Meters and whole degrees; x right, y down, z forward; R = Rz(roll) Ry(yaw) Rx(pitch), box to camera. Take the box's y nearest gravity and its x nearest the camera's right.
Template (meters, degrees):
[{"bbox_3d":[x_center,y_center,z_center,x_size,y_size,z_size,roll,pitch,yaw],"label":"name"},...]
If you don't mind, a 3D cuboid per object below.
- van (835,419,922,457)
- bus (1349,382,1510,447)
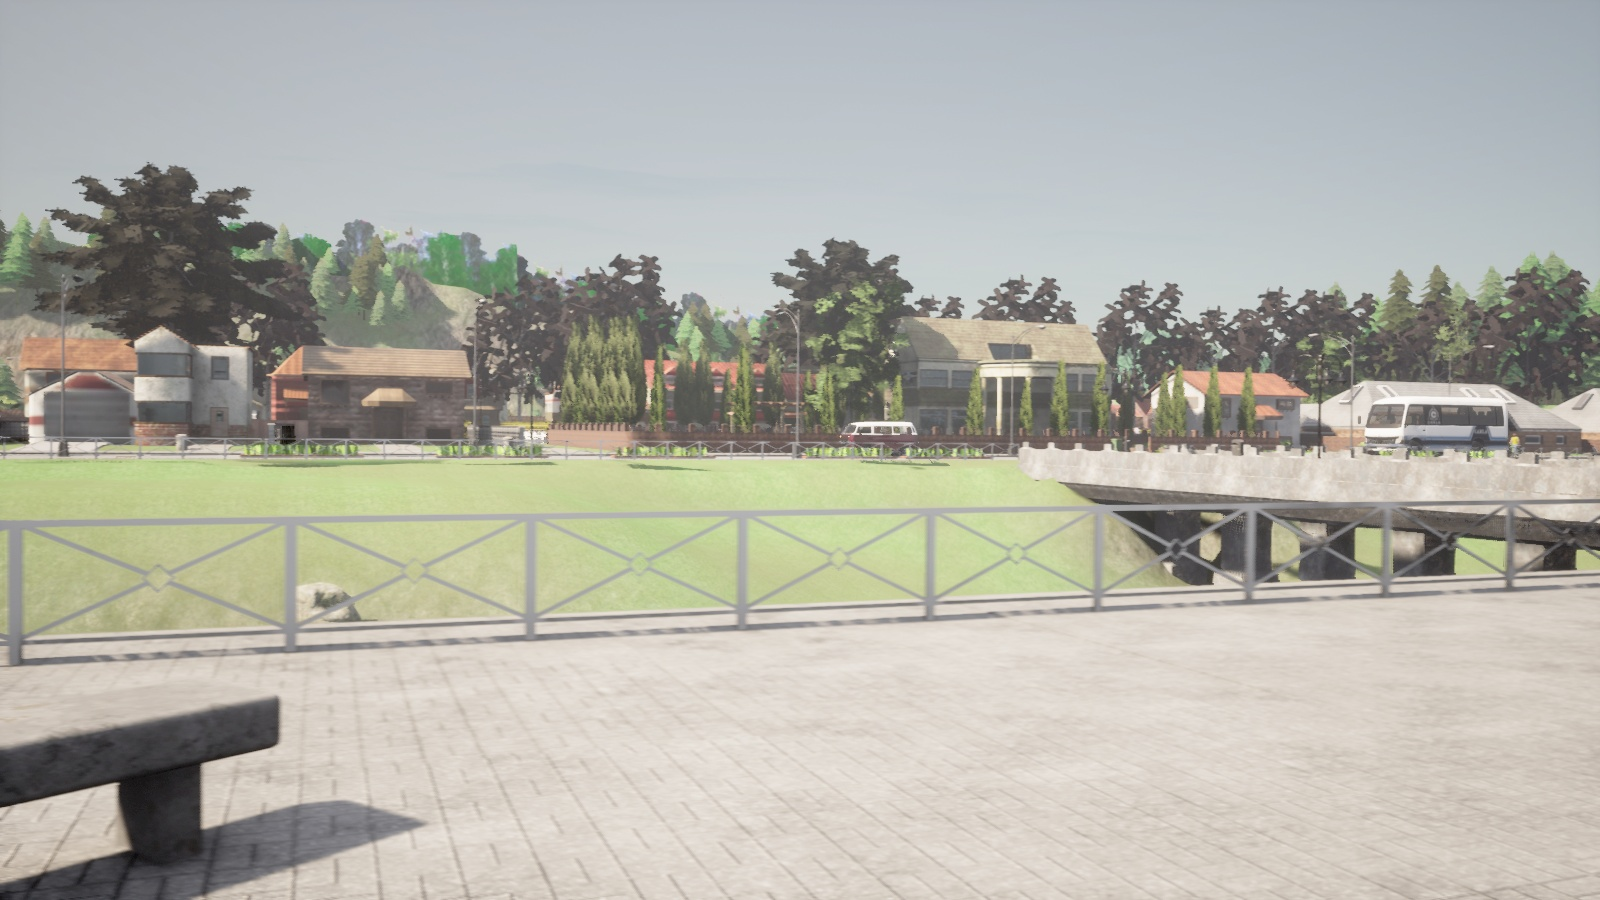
[{"bbox_3d":[4.480,-0.690,71.452,4.480,2.038,2.069,-1,1,-21],"label":"van"},{"bbox_3d":[43.165,-2.447,86.116,10.273,4.253,3.944,-1,1,-21],"label":"bus"}]
